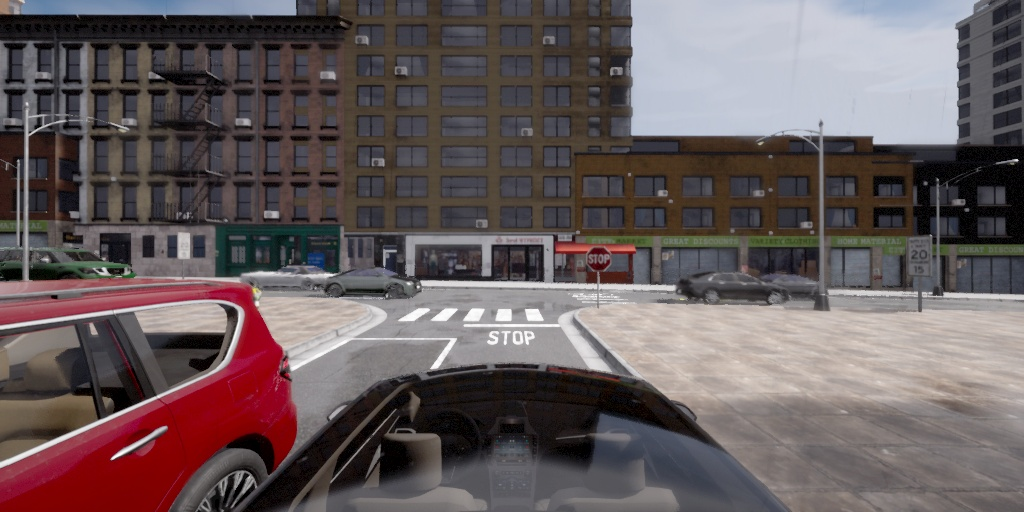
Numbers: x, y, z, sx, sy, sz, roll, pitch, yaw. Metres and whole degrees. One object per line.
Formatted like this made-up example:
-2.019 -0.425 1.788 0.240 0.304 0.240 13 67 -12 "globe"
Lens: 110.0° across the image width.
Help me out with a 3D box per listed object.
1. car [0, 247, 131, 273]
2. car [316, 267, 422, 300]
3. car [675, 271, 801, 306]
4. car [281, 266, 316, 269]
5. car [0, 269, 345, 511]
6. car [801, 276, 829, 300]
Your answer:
-20.907 0.648 16.536 5.566 2.045 2.150 1 0 0 "car"
-6.342 1.224 16.614 4.181 1.385 1.994 1 0 0 "car"
10.292 1.483 16.849 4.892 1.490 1.837 1 -1 0 "car"
-11.946 1.183 19.524 4.718 1.301 1.895 1 0 0 "car"
-2.637 1.065 0.753 2.192 1.841 5.009 0 0 0 "car"
14.704 1.657 19.668 4.181 1.385 1.994 1 0 0 "car"
